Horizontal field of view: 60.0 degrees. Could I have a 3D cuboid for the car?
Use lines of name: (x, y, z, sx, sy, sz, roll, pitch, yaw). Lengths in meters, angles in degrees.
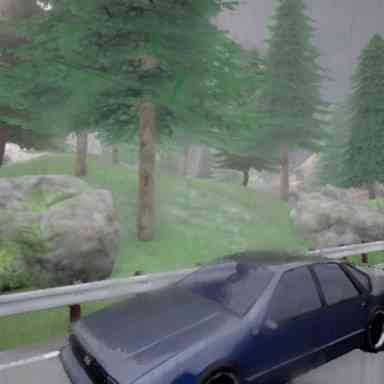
car: (1.087, 1.598, 4.738, 5.357, 1.411, 2.033, 1, -1, -35)
